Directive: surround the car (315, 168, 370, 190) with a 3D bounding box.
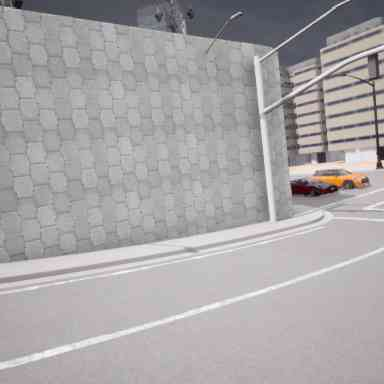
[{"bbox_3d":[11.982,-1.144,27.284,2.097,1.767,4.553,-10,6,-35],"label":"car"}]

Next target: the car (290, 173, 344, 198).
[{"bbox_3d":[8.946,-0.413,25.571,1.994,1.385,4.181,-10,6,-35],"label":"car"}]
